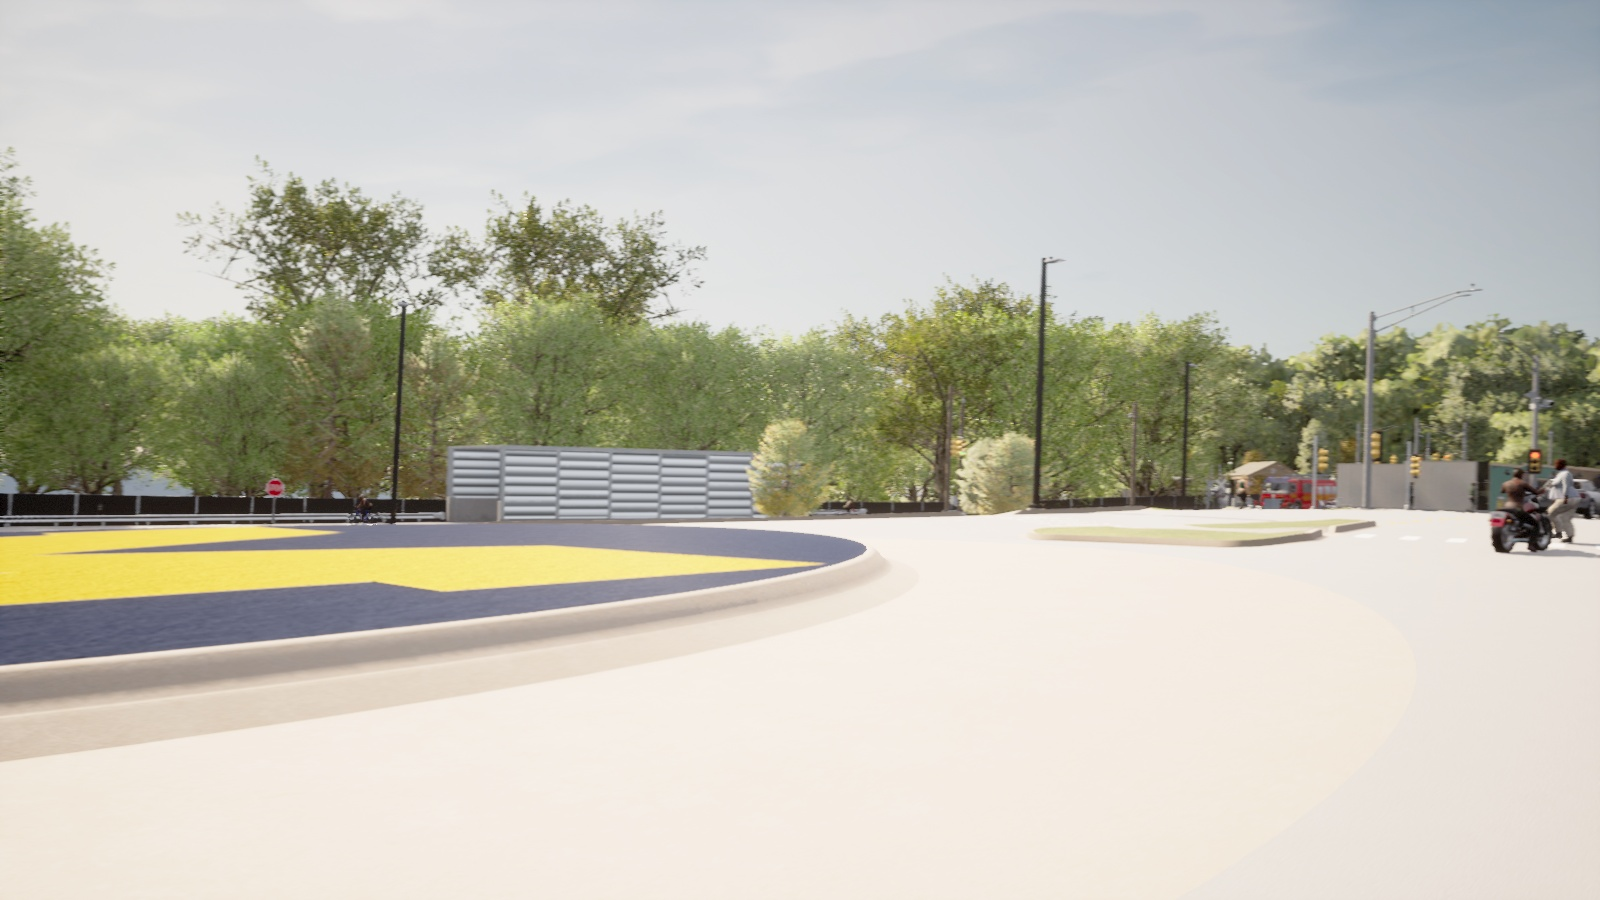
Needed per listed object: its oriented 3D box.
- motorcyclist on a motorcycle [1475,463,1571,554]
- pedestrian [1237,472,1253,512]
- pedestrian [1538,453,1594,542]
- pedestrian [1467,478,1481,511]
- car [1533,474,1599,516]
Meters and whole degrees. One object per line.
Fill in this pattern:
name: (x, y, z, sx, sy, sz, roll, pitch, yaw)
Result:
motorcyclist on a motorcycle: (13.812, 1.094, 23.951, 2.350, 1.649, 0.766, 2, -1, -39)
pedestrian: (20.347, 1.918, 57.425, 0.594, 1.836, 0.345, 3, -2, -28)
pedestrian: (16.520, 1.019, 27.082, 0.900, 1.855, 0.874, 1, -2, 39)
pedestrian: (39.026, 2.574, 72.724, 0.614, 1.847, 0.353, 2, -2, 7)
car: (29.401, 1.706, 47.596, 1.970, 1.475, 3.806, 0, -2, 43)
